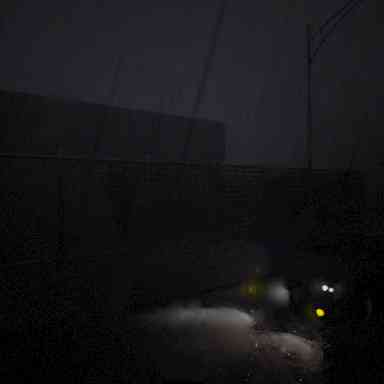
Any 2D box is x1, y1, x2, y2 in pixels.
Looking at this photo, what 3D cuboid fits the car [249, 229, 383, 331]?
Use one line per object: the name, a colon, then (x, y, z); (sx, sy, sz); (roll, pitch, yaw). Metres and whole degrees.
car: (3.151, 1.500, 6.774); (4.181, 1.385, 1.994); (-1, 0, -35)
